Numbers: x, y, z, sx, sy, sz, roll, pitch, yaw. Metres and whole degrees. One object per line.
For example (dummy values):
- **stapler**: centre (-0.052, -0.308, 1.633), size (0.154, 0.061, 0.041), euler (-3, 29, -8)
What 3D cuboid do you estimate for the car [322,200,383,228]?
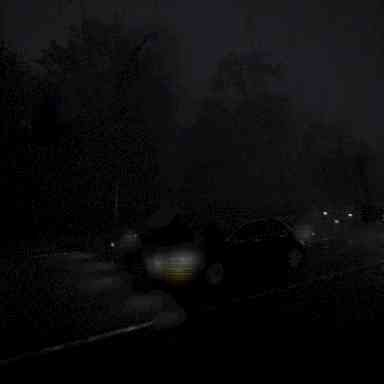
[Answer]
- **car**: centre (9.648, 1.234, 19.329), size (4.718, 1.301, 1.895), euler (-2, 2, -36)

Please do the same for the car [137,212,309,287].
- **car**: centre (1.196, 1.406, 9.128), size (4.892, 1.490, 1.837), euler (-1, 1, -35)

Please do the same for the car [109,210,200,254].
- **car**: centre (-0.662, 1.392, 12.101), size (4.674, 1.442, 1.812), euler (-1, 1, -35)
